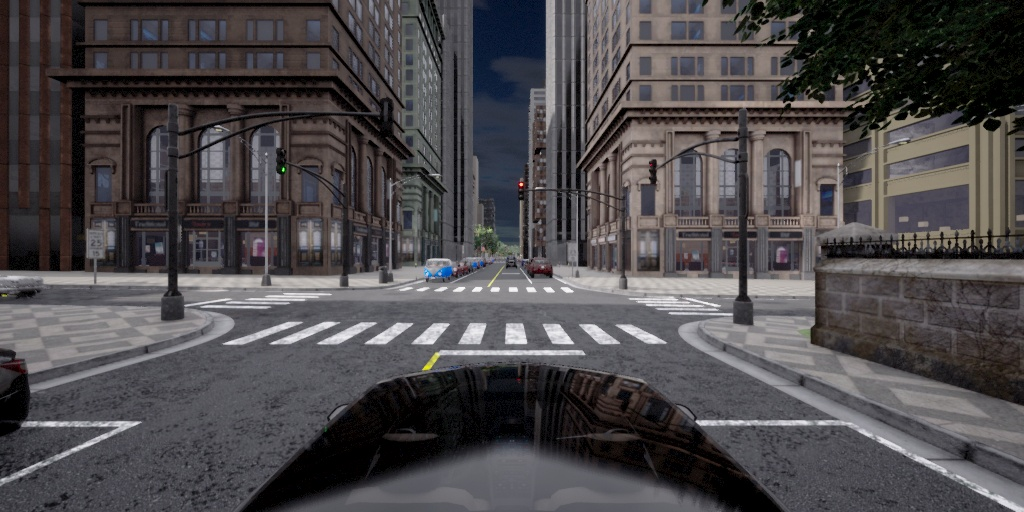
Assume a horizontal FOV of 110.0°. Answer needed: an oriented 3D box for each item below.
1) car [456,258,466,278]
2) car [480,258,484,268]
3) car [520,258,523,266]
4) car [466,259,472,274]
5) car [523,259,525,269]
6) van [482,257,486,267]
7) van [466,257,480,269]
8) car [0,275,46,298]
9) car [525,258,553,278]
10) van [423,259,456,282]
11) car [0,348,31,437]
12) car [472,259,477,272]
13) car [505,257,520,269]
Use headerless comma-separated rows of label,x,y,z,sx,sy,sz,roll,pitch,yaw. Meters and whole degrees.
car,-5.827,1.210,33.924,1.967,1.591,4.097,0,0,0
car,-5.870,1.347,55.689,1.888,1.381,4.507,0,0,0
car,2.655,1.352,55.713,2.007,1.370,4.403,0,0,0
car,-5.838,1.322,39.365,1.888,1.381,4.507,0,0,0
car,2.688,1.092,39.391,2.192,1.841,5.009,0,0,0
van,-5.881,1.151,61.130,1.690,1.789,3.998,0,0,0
van,-5.860,1.134,50.248,1.690,1.789,3.998,0,0,0
car,-21.181,1.048,13.696,4.718,1.301,1.895,1,0,0
car,2.698,1.085,33.950,2.192,1.841,5.009,0,0,0
van,-5.816,1.105,28.484,1.690,1.789,3.998,0,0,0
car,-5.763,1.316,1.827,1.948,1.339,4.313,0,0,0
car,-5.849,1.351,44.806,1.948,1.339,4.313,0,0,0
car,-0.063,1.312,59.140,1.837,1.490,4.892,0,0,1
